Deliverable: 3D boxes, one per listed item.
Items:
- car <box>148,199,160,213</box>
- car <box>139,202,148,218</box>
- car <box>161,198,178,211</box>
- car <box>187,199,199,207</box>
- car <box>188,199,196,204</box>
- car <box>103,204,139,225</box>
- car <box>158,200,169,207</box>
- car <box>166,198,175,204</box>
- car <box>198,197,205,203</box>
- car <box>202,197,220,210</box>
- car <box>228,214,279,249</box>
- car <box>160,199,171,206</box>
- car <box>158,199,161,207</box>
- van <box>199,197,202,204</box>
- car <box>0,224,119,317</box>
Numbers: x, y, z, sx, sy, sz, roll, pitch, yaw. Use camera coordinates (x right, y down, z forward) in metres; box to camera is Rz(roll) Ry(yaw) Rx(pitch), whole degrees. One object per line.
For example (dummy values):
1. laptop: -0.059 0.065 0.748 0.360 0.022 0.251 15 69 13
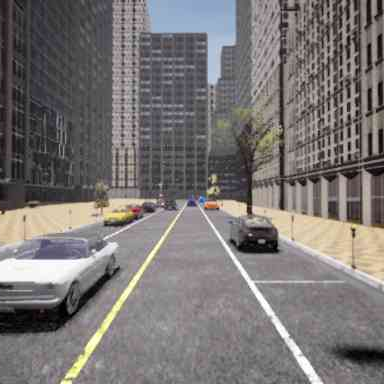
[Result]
1. car: -5.694 1.960 43.244 1.947 1.339 4.313 1 -1 0
2. car: -5.690 1.837 31.960 1.887 1.381 4.507 1 -1 0
3. car: -3.094 1.950 48.986 1.837 1.490 4.892 0 -1 0
4. car: -0.017 2.103 63.789 1.812 1.442 4.674 0 -1 0
5. car: -0.022 2.317 83.881 1.895 1.301 4.718 0 0 0
6. car: -5.689 1.765 26.148 1.752 1.417 4.829 1 -1 0
7. car: -5.699 2.176 65.814 1.802 1.307 4.206 1 -1 0
8. car: -5.705 2.359 88.385 1.947 1.339 4.313 1 -1 0
9. car: 2.675 2.283 94.021 1.967 1.590 4.097 1 0 0
10. car: 2.987 1.810 50.479 2.097 1.767 4.553 0 -1 0
11. car: 2.694 1.690 15.045 2.008 1.369 4.403 1 -1 0
12. car: -5.701 2.210 71.457 1.947 1.339 4.313 1 -1 0
13. car: -5.697 1.984 60.173 1.967 1.590 4.097 1 -1 0
14. van: 2.680 2.086 82.740 1.690 1.788 3.998 1 0 0
15. car: -3.104 1.673 7.737 1.895 1.301 4.718 0 -1 0
